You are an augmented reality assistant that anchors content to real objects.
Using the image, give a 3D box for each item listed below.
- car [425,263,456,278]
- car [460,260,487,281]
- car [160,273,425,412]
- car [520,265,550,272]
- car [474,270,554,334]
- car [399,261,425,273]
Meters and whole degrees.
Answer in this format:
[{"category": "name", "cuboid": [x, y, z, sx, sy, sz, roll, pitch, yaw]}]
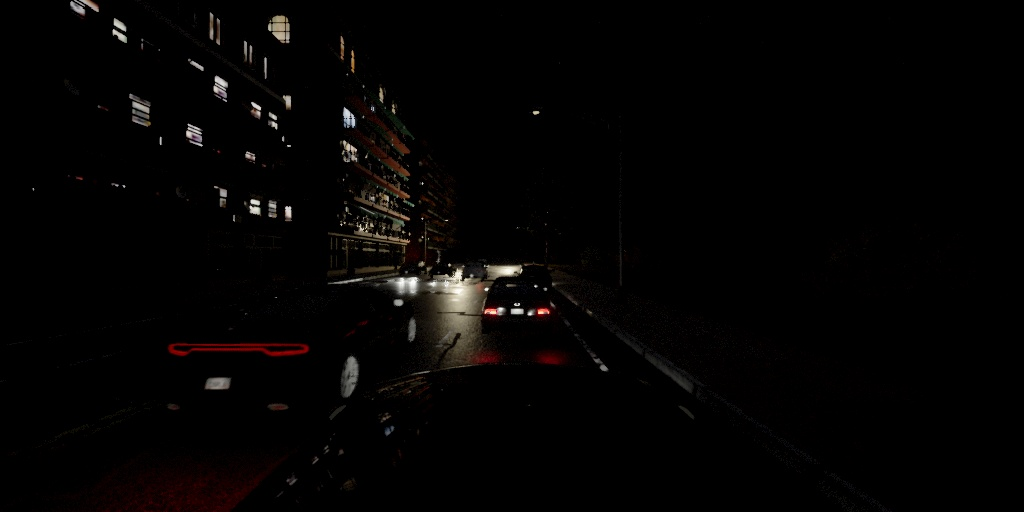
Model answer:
[{"category": "car", "cuboid": [-6.531, 1.316, 34.017, 1.994, 1.385, 4.181, 0, 0, 0]}, {"category": "car", "cuboid": [-3.090, 1.278, 29.928, 1.812, 1.442, 4.674, 0, 0, 0]}, {"category": "car", "cuboid": [-3.143, 1.228, 6.316, 1.882, 1.535, 5.008, 0, 0, 0]}, {"category": "car", "cuboid": [1.177, 1.257, 20.283, 1.837, 1.490, 4.892, 0, 0, 0]}, {"category": "car", "cuboid": [0.120, 1.299, 10.595, 2.033, 1.411, 5.357, 0, 0, 0]}, {"category": "car", "cuboid": [-9.777, 1.243, 35.679, 2.128, 1.511, 4.902, 0, 0, 0]}]
